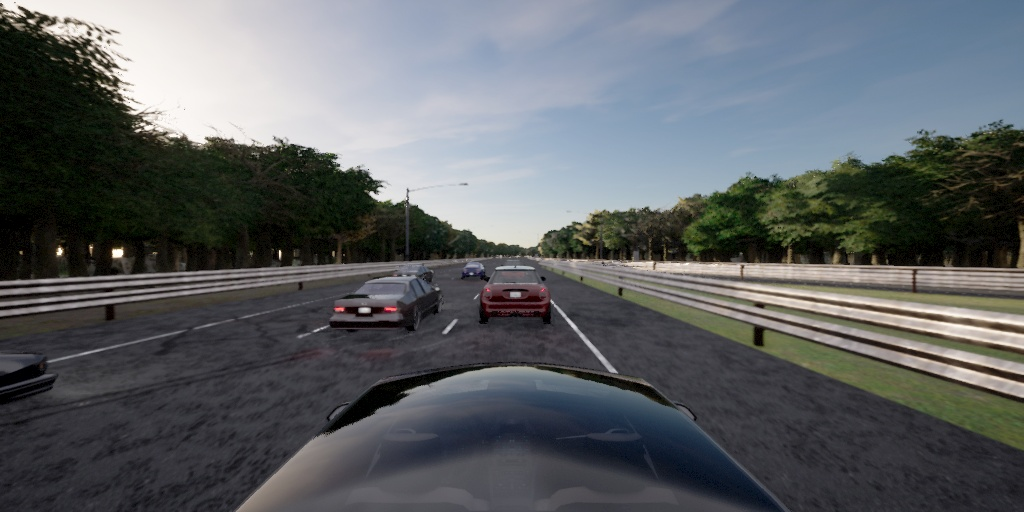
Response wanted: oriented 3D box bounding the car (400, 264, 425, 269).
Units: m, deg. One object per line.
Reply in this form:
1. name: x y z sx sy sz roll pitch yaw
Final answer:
1. car: -6.889 1.291 25.488 2.033 1.411 5.357 1 0 0

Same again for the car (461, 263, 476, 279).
1. car: -3.389 1.303 32.254 1.812 1.442 4.674 0 0 0

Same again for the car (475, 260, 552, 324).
1. car: 0.101 1.106 12.190 2.097 1.767 4.553 0 0 0

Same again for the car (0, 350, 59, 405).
1. car: -6.903 1.297 2.168 2.033 1.411 5.357 0 0 0

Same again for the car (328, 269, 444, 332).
1. car: -3.396 1.300 10.771 2.033 1.411 5.357 0 0 0

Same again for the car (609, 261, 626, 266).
1. car: 15.889 1.478 54.971 2.033 1.411 5.357 0 0 -16
